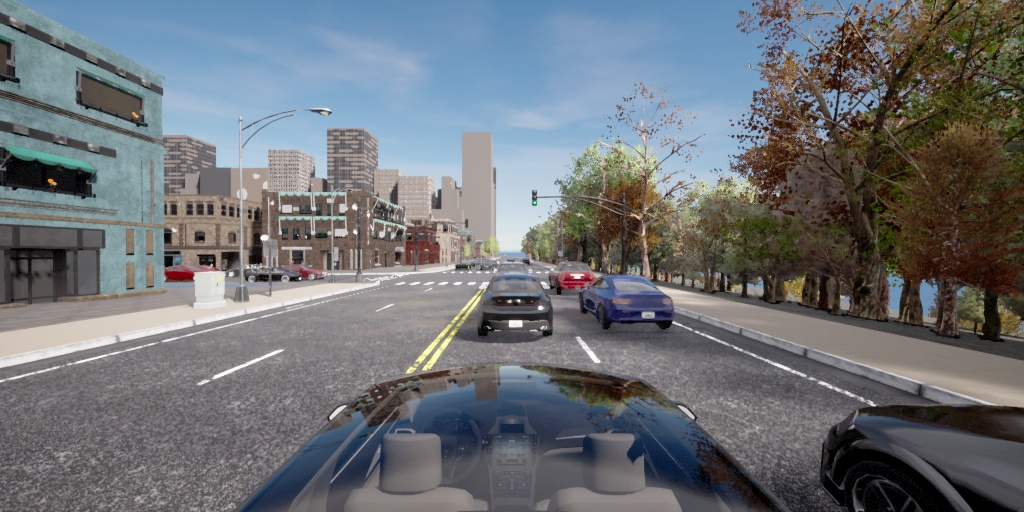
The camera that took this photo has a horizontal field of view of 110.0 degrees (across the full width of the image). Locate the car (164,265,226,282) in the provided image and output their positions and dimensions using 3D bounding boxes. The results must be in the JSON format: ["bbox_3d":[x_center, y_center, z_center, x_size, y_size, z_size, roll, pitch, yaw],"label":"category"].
[{"bbox_3d":[-29.727,1.557,32.905,5.008,1.535,1.882,-1,1,0],"label":"car"}]

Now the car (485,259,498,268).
[{"bbox_3d":[-3.507,1.296,60.938,1.994,1.385,4.181,0,0,0],"label":"car"}]

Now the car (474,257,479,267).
[{"bbox_3d":[-6.756,1.333,59.747,1.895,1.301,4.718,0,0,0],"label":"car"}]

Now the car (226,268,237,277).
[{"bbox_3d":[-28.392,1.556,38.703,4.403,1.370,2.007,0,0,0],"label":"car"}]

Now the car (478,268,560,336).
[{"bbox_3d":[0.075,1.253,10.350,1.837,1.490,4.892,0,0,0],"label":"car"}]

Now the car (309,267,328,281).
[{"bbox_3d":[-19.498,1.488,32.929,4.674,1.442,1.812,-1,1,-1],"label":"car"}]

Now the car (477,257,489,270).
[{"bbox_3d":[-3.518,1.241,50.982,1.837,1.490,4.892,0,0,-2],"label":"car"}]

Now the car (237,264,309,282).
[{"bbox_3d":[-20.033,1.561,30.216,4.313,1.339,1.948,0,0,0],"label":"car"}]

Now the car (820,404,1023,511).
[{"bbox_3d":[3.358,1.314,0.987,1.994,1.385,4.181,0,0,-1],"label":"car"}]

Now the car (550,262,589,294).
[{"bbox_3d":[3.297,1.098,20.314,2.097,1.767,4.553,0,0,0],"label":"car"}]

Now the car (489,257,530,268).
[{"bbox_3d":[0.047,1.098,19.641,2.097,1.767,4.553,0,0,0],"label":"car"}]

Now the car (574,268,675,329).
[{"bbox_3d":[3.324,1.274,11.064,1.812,1.442,4.674,0,0,0],"label":"car"}]

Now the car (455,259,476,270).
[{"bbox_3d":[-6.740,1.337,50.573,1.895,1.301,4.718,0,0,2],"label":"car"}]
